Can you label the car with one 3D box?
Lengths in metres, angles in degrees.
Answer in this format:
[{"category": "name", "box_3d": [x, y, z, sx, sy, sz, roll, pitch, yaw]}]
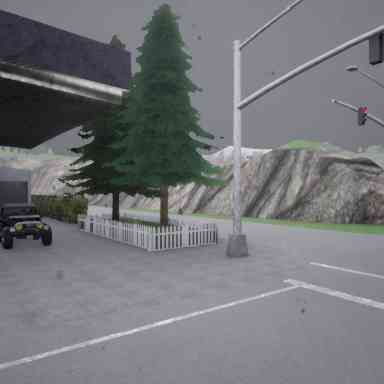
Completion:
[{"category": "car", "box_3d": [-8.053, 1.505, 15.798, 1.905, 1.878, 3.866, 0, 0, -37]}]
